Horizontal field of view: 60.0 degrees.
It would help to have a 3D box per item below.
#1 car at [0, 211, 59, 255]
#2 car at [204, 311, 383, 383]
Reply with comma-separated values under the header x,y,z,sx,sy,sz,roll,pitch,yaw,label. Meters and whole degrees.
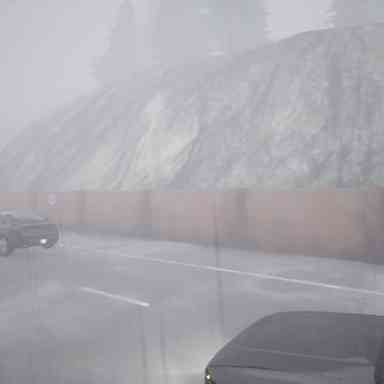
x,y,z,sx,sy,sz,roll,pitch,yaw,label
-7.403,1.556,13.572,4.892,1.490,1.837,0,0,36,car
2.640,1.544,2.109,5.357,1.411,2.033,0,0,36,car
